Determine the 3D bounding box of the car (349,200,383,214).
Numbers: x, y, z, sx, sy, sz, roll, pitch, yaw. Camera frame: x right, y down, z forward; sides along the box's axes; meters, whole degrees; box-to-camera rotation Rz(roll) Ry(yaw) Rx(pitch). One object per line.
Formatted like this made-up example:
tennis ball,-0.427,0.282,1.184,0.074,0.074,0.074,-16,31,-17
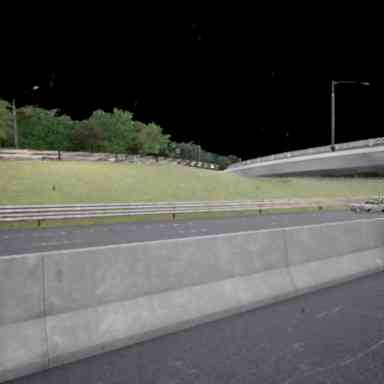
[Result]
car,18.307,1.495,34.393,4.718,1.301,1.895,0,0,-36
